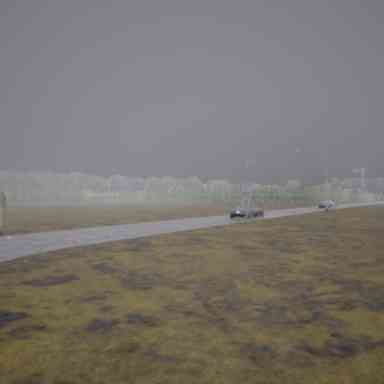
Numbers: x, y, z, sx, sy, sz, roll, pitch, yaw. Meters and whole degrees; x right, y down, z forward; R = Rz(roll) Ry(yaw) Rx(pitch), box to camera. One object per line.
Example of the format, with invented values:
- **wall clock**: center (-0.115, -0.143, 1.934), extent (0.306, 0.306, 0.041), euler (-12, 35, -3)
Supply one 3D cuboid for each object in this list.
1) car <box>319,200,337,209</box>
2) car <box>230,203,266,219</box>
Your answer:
- **car**: center (22.490, 2.019, 54.893), extent (1.994, 1.385, 4.181), euler (-1, -2, 36)
- **car**: center (5.196, 1.738, 30.751), extent (1.994, 1.385, 4.181), euler (-1, -1, 36)
